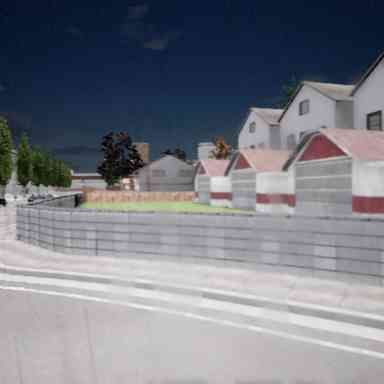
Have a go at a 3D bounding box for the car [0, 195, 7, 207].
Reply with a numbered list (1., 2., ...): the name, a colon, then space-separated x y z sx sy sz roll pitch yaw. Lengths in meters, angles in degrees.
1. car: -24.359 1.133 41.151 2.128 1.511 4.902 -1 1 -15

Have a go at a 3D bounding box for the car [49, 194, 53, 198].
1. car: -25.477 0.997 57.933 1.994 1.385 4.181 -1 1 -15

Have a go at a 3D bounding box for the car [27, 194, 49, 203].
1. car: -22.882 1.094 48.932 1.994 1.385 4.181 -1 1 -15
